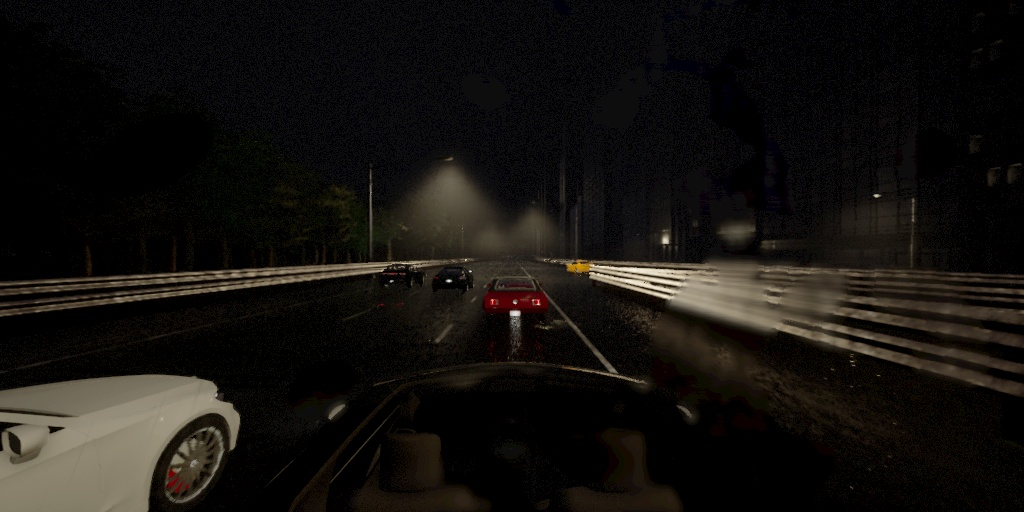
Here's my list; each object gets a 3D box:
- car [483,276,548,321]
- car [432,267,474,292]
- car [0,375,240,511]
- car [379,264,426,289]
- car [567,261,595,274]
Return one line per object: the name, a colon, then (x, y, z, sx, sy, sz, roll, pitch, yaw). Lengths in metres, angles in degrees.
car: (0.097, 1.350, 12.455, 1.895, 1.301, 4.718, 0, 0, 0)
car: (-3.401, 1.314, 21.339, 1.994, 1.385, 4.181, 0, 0, 0)
car: (-3.402, 1.276, 1.305, 1.812, 1.442, 4.674, 0, 0, 0)
car: (-6.899, 1.241, 22.978, 2.128, 1.511, 4.902, 0, 0, 0)
car: (7.807, 1.257, 41.089, 1.882, 1.535, 5.008, 0, 0, -11)
